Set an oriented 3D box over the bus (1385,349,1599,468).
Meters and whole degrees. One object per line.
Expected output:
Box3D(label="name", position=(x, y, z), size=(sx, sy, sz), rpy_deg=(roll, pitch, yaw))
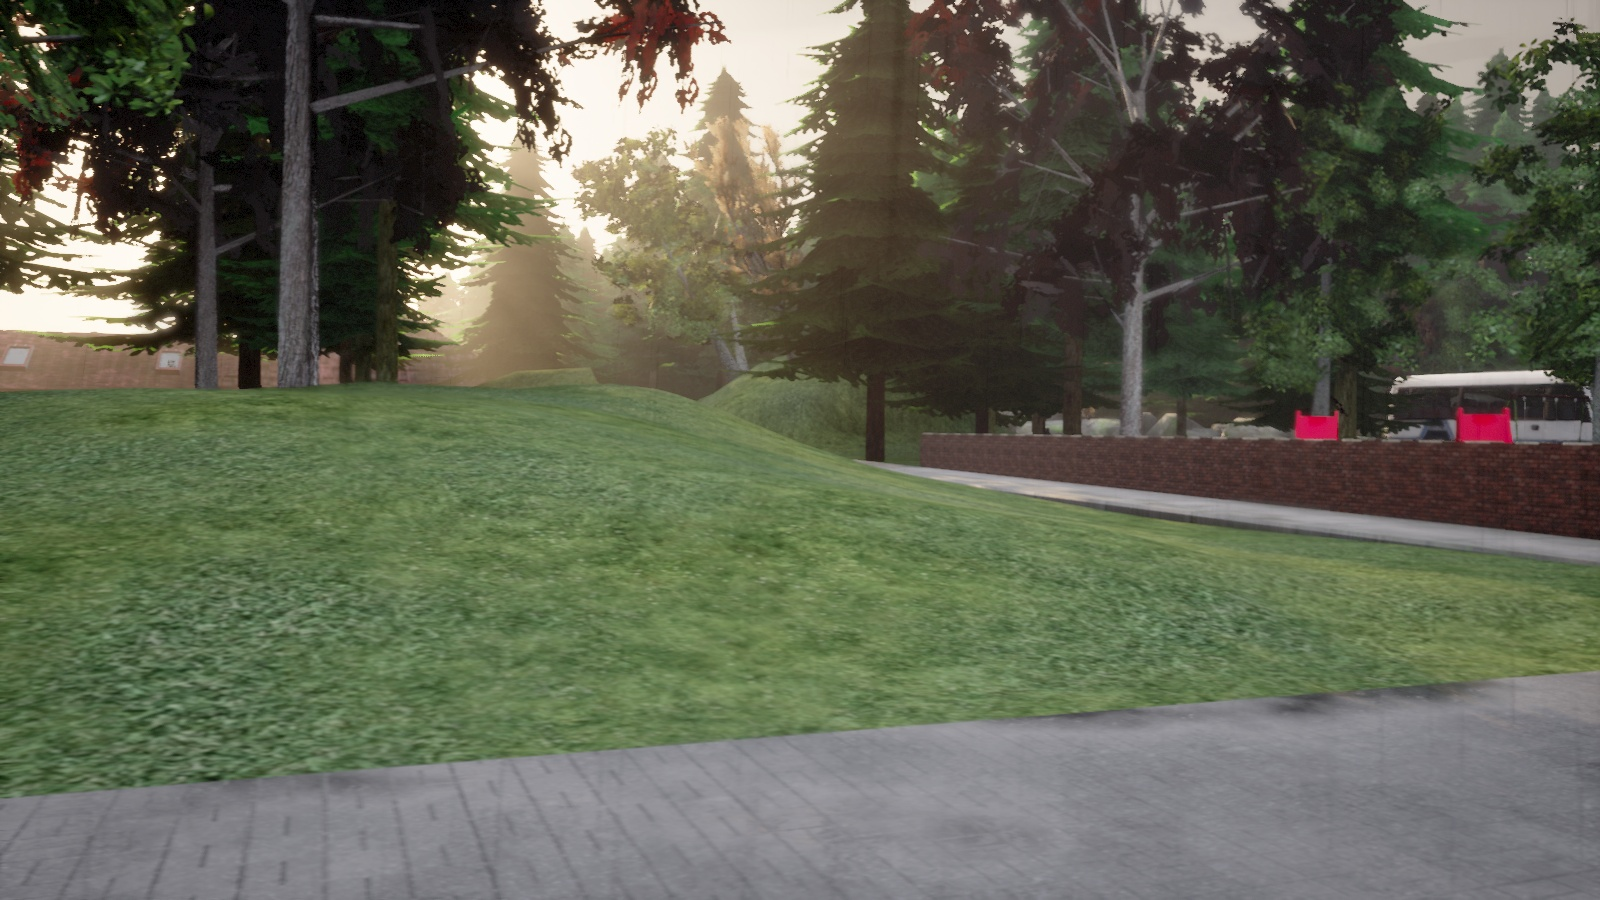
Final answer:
Box3D(label="bus", position=(28.896, -1.617, 50.050), size=(3.944, 4.253, 10.273), rpy_deg=(-1, 2, -21))
